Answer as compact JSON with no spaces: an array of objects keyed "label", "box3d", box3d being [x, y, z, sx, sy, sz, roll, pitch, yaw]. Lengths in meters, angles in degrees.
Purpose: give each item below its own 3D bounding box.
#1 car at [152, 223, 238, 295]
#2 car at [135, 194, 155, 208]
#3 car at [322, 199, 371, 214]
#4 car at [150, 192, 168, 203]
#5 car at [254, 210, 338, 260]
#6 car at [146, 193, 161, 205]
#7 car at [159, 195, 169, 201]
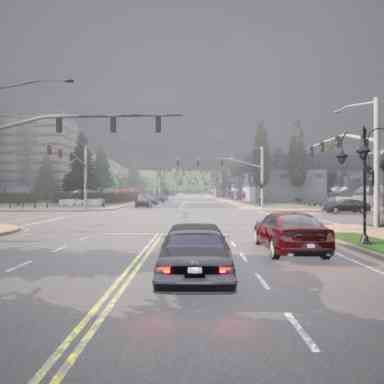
[{"label":"car","box3d":[0.078,1.547,8.887,2.033,1.411,5.357,0,0,1]},{"label":"car","box3d":[-6.981,1.477,48.096,1.882,1.535,5.008,0,0,0]},{"label":"car","box3d":[16.256,1.505,35.146,4.892,1.490,1.837,0,0,-1]},{"label":"car","box3d":[-6.861,1.220,68.969,2.150,2.045,5.566,0,0,0]},{"label":"car","box3d":[3.605,1.478,12.507,1.882,1.535,5.008,0,0,0]},{"label":"car","box3d":[-6.947,1.477,57.672,1.882,1.535,5.008,0,0,0]},{"label":"car","box3d":[-6.834,1.532,81.936,2.033,1.411,5.357,0,0,0]}]
